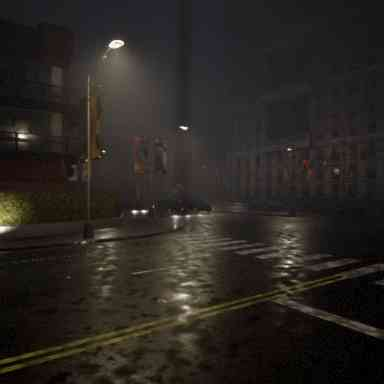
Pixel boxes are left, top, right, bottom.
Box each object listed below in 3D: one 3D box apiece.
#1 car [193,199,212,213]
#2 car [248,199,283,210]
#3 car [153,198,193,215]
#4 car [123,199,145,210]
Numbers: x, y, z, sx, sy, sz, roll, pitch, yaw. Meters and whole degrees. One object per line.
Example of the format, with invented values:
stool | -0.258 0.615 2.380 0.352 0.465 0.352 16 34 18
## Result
car | 0.206 1.478 37.142 1.882 1.535 5.008 0 0 -35
car | 9.642 1.601 43.946 1.895 1.301 4.718 0 0 -34
car | -2.318 1.505 34.641 1.837 1.490 4.892 0 0 -35
car | -7.590 1.564 42.230 1.994 1.385 4.181 0 0 -35
